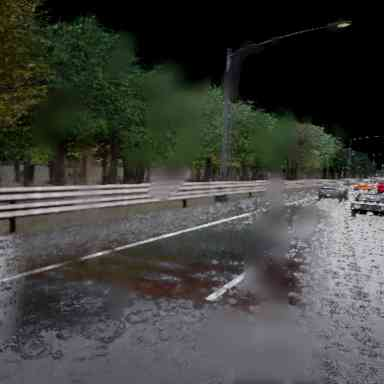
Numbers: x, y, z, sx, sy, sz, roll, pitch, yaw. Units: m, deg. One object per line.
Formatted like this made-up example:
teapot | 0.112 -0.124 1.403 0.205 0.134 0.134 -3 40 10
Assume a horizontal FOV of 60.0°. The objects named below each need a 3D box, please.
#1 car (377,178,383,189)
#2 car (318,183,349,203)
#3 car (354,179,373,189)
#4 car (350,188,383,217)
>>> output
car | 23.366 -0.553 39.511 2.150 2.045 5.566 5 5 33
car | 12.168 -0.014 28.514 2.128 1.511 4.902 5 5 32
car | 25.399 -1.023 49.082 2.097 1.767 4.553 5 5 33
car | 10.093 0.712 18.544 1.895 1.301 4.718 5 5 31
